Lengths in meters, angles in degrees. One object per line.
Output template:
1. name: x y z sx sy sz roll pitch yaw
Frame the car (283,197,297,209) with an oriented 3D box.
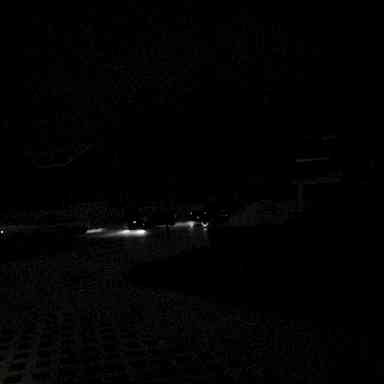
1. car: 15.392 1.861 51.329 2.150 2.045 5.566 -3 -2 29

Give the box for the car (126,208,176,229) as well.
1. car: -2.880 1.869 24.018 1.994 1.385 4.181 -3 -2 29

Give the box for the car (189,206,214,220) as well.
1. car: 1.599 2.030 32.204 1.895 1.301 4.718 -3 -2 29

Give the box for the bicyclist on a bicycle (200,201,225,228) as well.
1. bicyclist on a bicycle: 1.169 1.318 19.269 1.656 1.620 0.582 -3 -2 29

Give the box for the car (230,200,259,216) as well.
1. car: 6.636 1.926 41.361 2.097 1.767 4.553 -3 -2 29

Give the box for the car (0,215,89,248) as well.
1. car: -7.348 1.788 15.963 1.895 1.301 4.718 -3 -2 30

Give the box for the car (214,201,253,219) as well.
1. car: 4.121 1.802 30.702 1.837 1.490 4.892 -3 -2 29
